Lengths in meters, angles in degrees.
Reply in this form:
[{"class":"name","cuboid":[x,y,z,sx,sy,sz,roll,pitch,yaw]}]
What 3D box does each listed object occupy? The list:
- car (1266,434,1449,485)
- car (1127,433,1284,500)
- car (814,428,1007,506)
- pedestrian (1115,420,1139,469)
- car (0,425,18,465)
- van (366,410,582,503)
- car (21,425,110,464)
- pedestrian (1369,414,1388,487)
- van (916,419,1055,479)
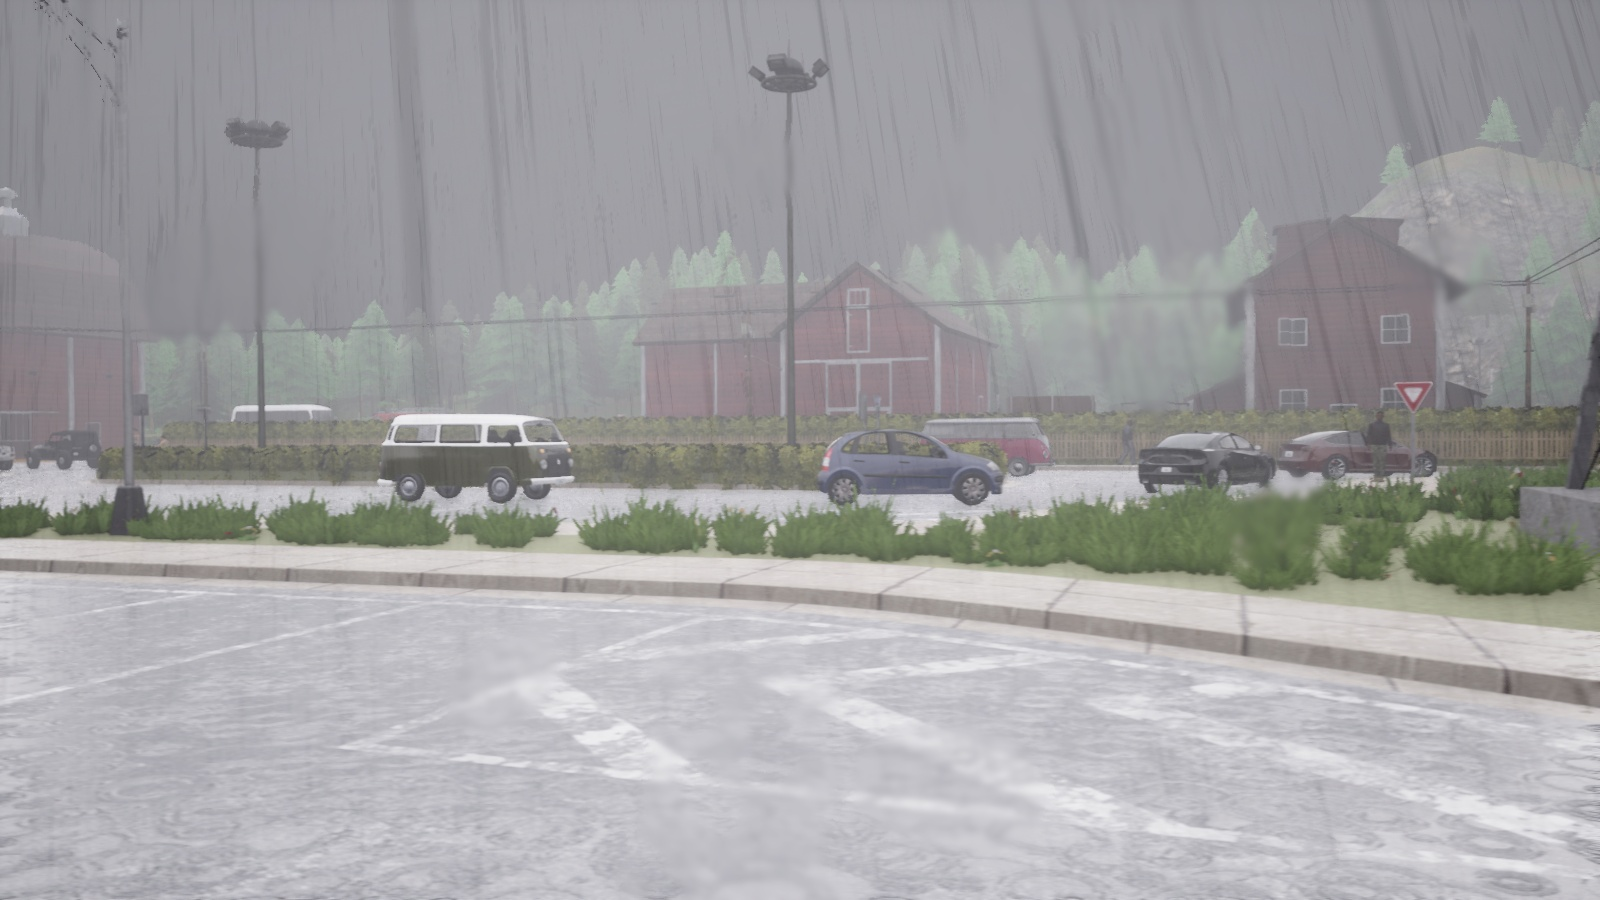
[{"class":"car","cuboid":[17.045,0.262,38.492,4.792,1.488,2.163,0,1,-13]},{"class":"car","cuboid":[10.177,0.346,31.244,1.882,1.535,5.008,1,1,41]},{"class":"car","cuboid":[2.330,0.328,27.021,3.988,1.617,1.851,0,1,2]},{"class":"pedestrian","cuboid":[12.598,-0.231,48.444,0.849,1.883,0.563,0,1,10]},{"class":"car","cuboid":[-38.915,-0.231,58.917,4.605,1.855,1.932,1,1,32]},{"class":"van","cuboid":[-7.597,0.117,29.365,4.480,2.038,2.069,0,1,19]},{"class":"car","cuboid":[-35.994,-0.290,61.521,3.866,1.878,1.905,0,1,25]},{"class":"pedestrian","cuboid":[14.845,0.009,32.239,0.431,1.840,0.703,0,1,25]},{"class":"van","cuboid":[6.319,-0.051,42.792,4.442,1.987,1.775,0,1,19]}]
